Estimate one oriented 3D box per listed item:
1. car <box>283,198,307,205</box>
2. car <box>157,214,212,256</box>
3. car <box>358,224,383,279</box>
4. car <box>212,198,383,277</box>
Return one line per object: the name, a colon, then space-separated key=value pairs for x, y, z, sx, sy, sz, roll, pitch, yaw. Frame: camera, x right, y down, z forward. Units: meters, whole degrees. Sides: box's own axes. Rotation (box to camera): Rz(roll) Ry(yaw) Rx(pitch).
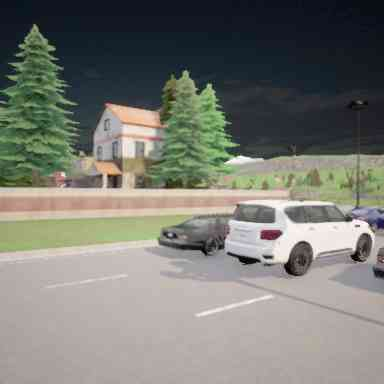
car: x=20.332 y=1.834 z=65.788 sx=1.994 sy=1.385 sz=4.181 roll=0 pitch=0 yaw=-36
car: x=1.258 y=1.591 z=13.296 sx=5.357 sy=1.411 sz=2.033 roll=0 pitch=0 yaw=-36
car: x=6.748 y=1.600 z=8.626 sx=5.357 sy=1.411 sz=2.033 roll=0 pitch=0 yaw=-36
car: x=3.559 y=1.268 z=10.647 sx=5.566 sy=2.045 sz=2.150 roll=0 pitch=0 yaw=-36
